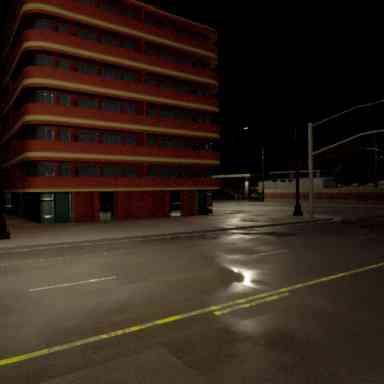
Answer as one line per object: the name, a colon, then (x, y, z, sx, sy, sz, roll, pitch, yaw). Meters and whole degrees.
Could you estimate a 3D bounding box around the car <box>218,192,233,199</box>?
car: (8.949, 0.930, 86.191, 4.611, 1.667, 2.242, -1, 1, -35)

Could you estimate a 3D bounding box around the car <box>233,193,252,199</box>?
car: (12.919, 1.061, 81.968, 3.806, 1.475, 1.970, -1, 1, -35)
